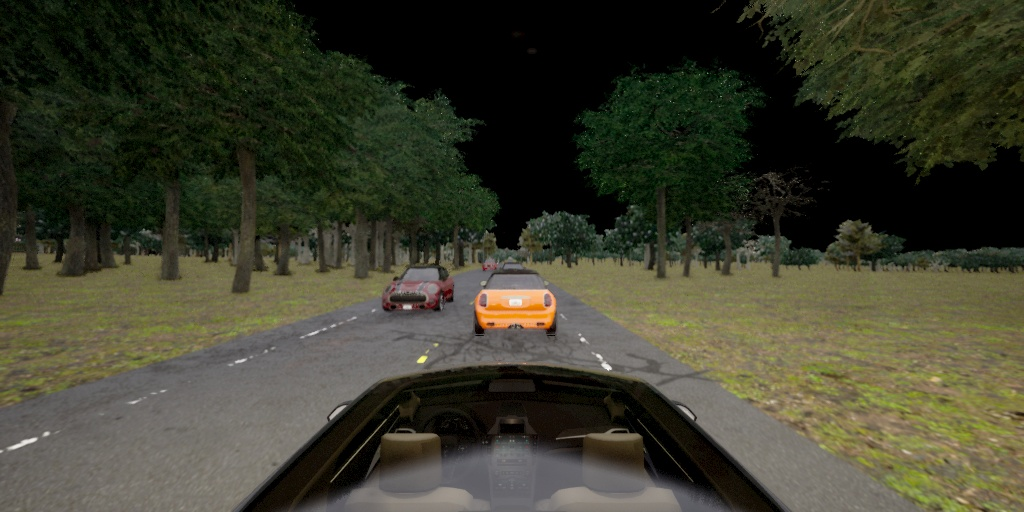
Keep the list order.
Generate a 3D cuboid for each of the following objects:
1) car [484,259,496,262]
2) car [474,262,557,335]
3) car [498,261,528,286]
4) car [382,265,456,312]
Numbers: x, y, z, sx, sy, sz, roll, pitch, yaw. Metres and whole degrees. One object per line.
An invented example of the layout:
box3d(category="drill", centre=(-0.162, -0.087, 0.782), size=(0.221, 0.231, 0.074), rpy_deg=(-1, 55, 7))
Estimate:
box3d(category="car", centre=(-3.627, 1.566, 58.852), size=(2.150, 2.045, 5.566), rpy_deg=(0, -1, 0))
box3d(category="car", centre=(0.082, 1.167, 10.861), size=(2.097, 1.767, 4.553), rpy_deg=(0, -1, 0))
box3d(category="car", centre=(0.043, 1.287, 27.606), size=(2.097, 1.767, 4.553), rpy_deg=(0, -1, -1))
box3d(category="car", centre=(-3.628, 1.195, 14.674), size=(2.097, 1.767, 4.553), rpy_deg=(0, 0, 0))
